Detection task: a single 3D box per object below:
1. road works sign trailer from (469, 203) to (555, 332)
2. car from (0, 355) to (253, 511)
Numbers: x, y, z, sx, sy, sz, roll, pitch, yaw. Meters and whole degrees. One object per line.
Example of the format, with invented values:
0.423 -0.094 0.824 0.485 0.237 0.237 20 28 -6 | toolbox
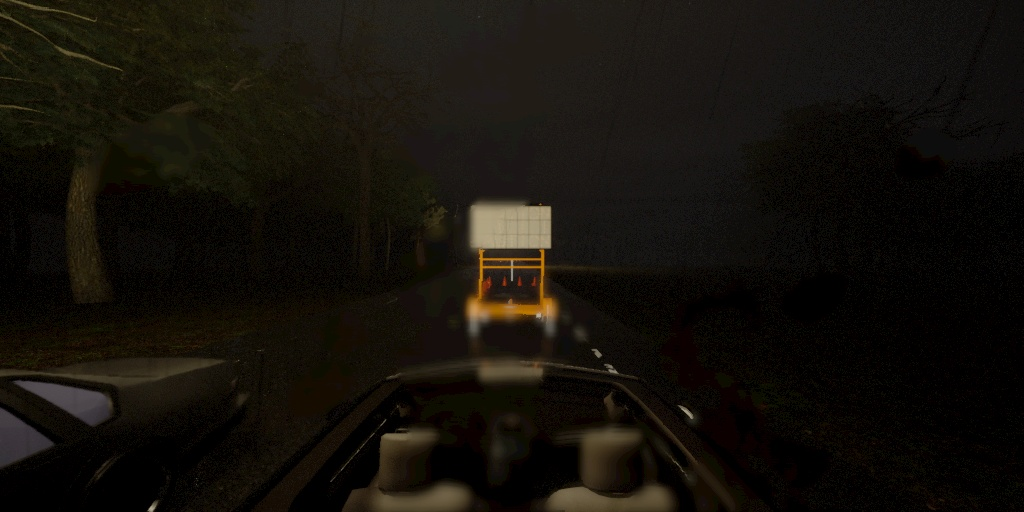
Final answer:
0.002 0.210 10.797 2.380 3.560 2.880 0 0 0 | road works sign trailer
-3.499 1.297 1.151 2.033 1.411 5.357 0 0 0 | car
